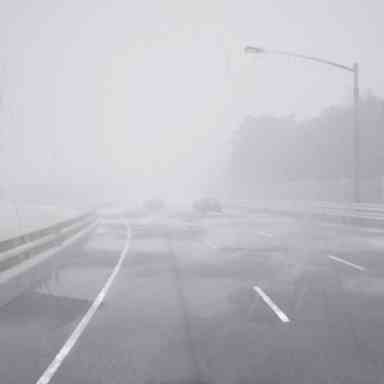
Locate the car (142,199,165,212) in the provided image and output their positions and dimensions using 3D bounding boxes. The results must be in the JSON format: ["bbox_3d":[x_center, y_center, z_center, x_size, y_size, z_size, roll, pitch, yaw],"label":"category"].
[{"bbox_3d":[-4.721,1.544,40.672,2.128,1.511,4.902,-1,0,-22],"label":"car"}]

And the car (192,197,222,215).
[{"bbox_3d":[1.505,1.329,34.560,2.097,1.767,4.553,-1,0,-15],"label":"car"}]

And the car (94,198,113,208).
[{"bbox_3d":[-13.464,1.686,50.524,1.812,1.442,4.674,0,0,-30],"label":"car"}]
